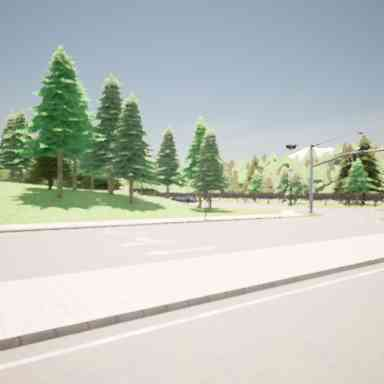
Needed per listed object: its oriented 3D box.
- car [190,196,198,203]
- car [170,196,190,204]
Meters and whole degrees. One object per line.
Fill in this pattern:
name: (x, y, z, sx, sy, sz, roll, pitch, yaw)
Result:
car: (-0.447, 1.804, 79.981, 2.097, 1.767, 4.553, 1, 0, -35)
car: (-3.298, 1.912, 77.948, 1.837, 1.490, 4.892, 1, 0, -35)
